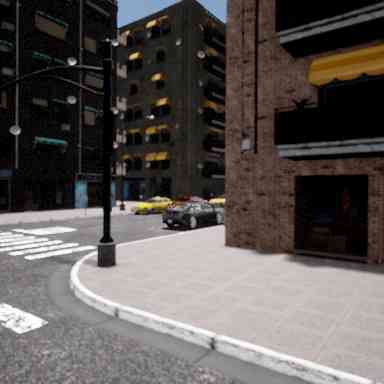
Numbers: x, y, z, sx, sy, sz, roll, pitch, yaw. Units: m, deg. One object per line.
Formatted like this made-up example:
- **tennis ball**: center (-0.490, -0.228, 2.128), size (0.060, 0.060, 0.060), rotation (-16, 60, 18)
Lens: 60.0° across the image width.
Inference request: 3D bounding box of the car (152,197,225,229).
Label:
- **car**: center (0.154, 1.219, 18.635), size (2.008, 1.369, 4.403), rotation (1, 2, 36)

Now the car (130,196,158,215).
- **car**: center (-2.999, 1.055, 27.693), size (1.752, 1.417, 4.829), rotation (2, 2, 36)

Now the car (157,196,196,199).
- **car**: center (-0.400, 1.065, 27.061), size (1.812, 1.442, 4.674), rotation (1, 1, 36)

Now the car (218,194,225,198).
- **car**: center (3.674, 0.915, 36.864), size (1.752, 1.417, 4.829), rotation (2, 2, 36)
